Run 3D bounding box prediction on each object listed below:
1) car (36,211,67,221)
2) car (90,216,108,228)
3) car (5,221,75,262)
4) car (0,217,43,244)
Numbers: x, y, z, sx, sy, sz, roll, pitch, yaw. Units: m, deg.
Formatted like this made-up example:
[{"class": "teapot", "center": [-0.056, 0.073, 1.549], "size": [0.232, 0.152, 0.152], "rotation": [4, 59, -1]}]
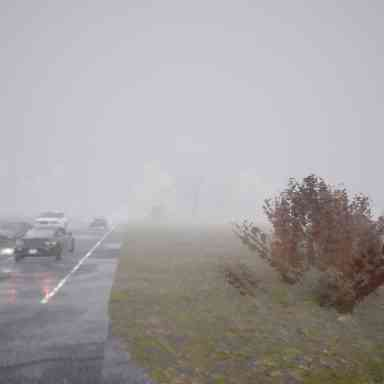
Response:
[{"class": "car", "center": [-13.487, 2.823, 31.894], "size": [2.150, 2.045, 5.566], "rotation": [1, -3, -11]}, {"class": "car", "center": [-11.568, 3.684, 41.610], "size": [1.812, 1.442, 4.674], "rotation": [1, -3, -11]}, {"class": "car", "center": [-6.668, 2.294, 15.377], "size": [1.812, 1.442, 4.674], "rotation": [1, -3, -10]}, {"class": "car", "center": [-11.515, 2.591, 21.370], "size": [2.033, 1.411, 5.357], "rotation": [1, -3, -11]}]
